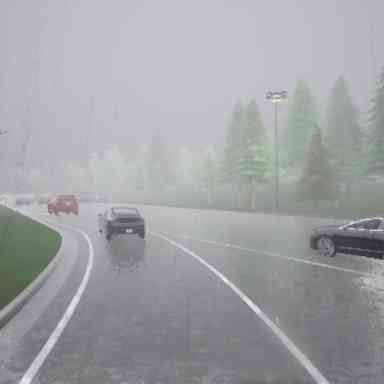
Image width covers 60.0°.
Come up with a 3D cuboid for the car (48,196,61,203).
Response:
[{"bbox_3d":[-30.418,1.571,73.592,1.837,1.490,4.892,0,0,-33],"label":"car"}]

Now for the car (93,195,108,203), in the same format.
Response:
[{"bbox_3d":[-19.115,1.445,68.917,2.097,1.767,4.553,0,0,-33],"label":"car"}]

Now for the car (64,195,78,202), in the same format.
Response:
[{"bbox_3d":[-27.471,1.532,75.479,1.882,1.535,5.008,0,0,-33],"label":"car"}]

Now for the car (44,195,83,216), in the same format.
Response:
[{"bbox_3d":[-13.139,1.291,33.775,2.150,2.045,5.566,0,0,-32],"label":"car"}]

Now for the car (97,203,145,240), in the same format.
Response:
[{"bbox_3d":[-3.753,1.523,17.374,1.837,1.490,4.892,0,0,-22],"label":"car"}]

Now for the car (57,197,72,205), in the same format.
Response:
[{"bbox_3d":[-24.989,1.726,65.112,1.895,1.301,4.718,0,0,-33],"label":"car"}]

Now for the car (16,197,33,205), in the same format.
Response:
[{"bbox_3d":[-32.251,1.728,63.472,1.994,1.385,4.181,0,0,-33],"label":"car"}]

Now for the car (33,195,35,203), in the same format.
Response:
[{"bbox_3d":[-33.351,1.444,71.679,2.097,1.767,4.553,0,0,-33],"label":"car"}]

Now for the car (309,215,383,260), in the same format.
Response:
[{"bbox_3d":[6.014,1.454,10.371,2.128,1.511,4.902,0,0,-33],"label":"car"}]

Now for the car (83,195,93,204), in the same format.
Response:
[{"bbox_3d":[-22.063,1.462,67.030,2.097,1.767,4.553,0,0,-33],"label":"car"}]

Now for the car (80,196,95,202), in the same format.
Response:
[{"bbox_3d":[-24.298,1.575,77.015,2.033,1.411,5.357,0,0,-33],"label":"car"}]

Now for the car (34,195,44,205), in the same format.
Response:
[{"bbox_3d":[-27.956,1.672,63.254,2.128,1.511,4.902,0,0,-33],"label":"car"}]
